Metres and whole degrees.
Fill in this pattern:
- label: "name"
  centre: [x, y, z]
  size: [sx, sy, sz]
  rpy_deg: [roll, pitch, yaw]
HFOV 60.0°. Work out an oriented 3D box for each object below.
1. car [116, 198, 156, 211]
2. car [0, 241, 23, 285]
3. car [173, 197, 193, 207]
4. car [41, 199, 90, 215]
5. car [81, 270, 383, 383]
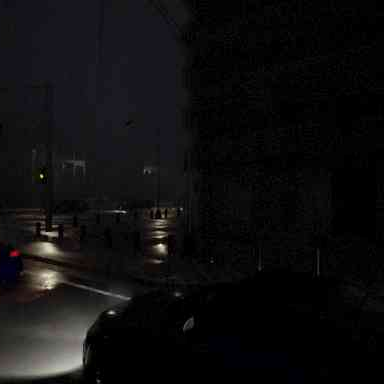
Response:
- label: "car"
  centre: [-6.808, 1.492, 41.050]
  size: [2.033, 1.411, 5.357]
  rpy_deg: [0, 0, 36]
- label: "car"
  centre: [-6.084, 1.564, 8.315]
  size: [4.181, 1.385, 1.994]
  rpy_deg: [0, 0, 36]
- label: "car"
  centre: [-0.751, 1.449, 49.406]
  size: [1.837, 1.490, 4.892]
  rpy_deg: [0, 0, 36]
- label: "car"
  centre: [-12.539, 1.449, 33.120]
  size: [1.837, 1.490, 4.892]
  rpy_deg: [0, 0, 36]
- label: "car"
  centre: [0.767, 1.564, 3.445]
  size: [4.181, 1.385, 1.994]
  rpy_deg: [0, 0, 36]
